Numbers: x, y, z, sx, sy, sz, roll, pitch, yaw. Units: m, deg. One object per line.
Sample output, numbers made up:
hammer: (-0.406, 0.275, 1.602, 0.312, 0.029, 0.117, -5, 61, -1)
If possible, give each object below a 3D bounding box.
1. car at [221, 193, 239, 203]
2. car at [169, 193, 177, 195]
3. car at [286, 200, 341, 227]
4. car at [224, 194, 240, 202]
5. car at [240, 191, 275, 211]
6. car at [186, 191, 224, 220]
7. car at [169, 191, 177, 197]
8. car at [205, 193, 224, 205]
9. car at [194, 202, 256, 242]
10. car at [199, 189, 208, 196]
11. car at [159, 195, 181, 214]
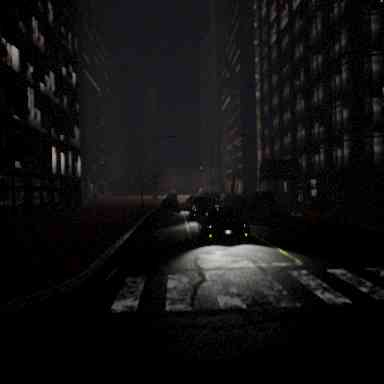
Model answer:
car: (5.470, 0.877, 48.290, 1.802, 1.307, 4.206, -1, 1, -3)
car: (-2.323, 1.188, 36.559, 2.008, 1.369, 4.403, -1, 1, -3)
car: (6.896, 1.162, 19.454, 1.752, 1.417, 4.829, -1, 1, -3)
car: (5.757, 0.907, 42.656, 1.887, 1.381, 4.507, -1, 1, -3)
car: (6.324, 0.811, 31.386, 2.192, 1.841, 5.009, -1, 1, -3)
car: (0.855, 1.066, 24.790, 2.097, 1.767, 4.553, -1, 1, -3)
car: (-4.899, 0.465, 87.275, 1.967, 1.590, 4.097, -1, 1, -3)
car: (3.009, 0.938, 45.516, 2.033, 1.411, 5.357, -1, 1, -3)
car: (1.344, 1.389, 15.242, 1.994, 1.385, 4.181, -1, 1, -3)
car: (3.178, 0.062, 93.357, 2.192, 1.841, 5.009, -1, 1, -3)
car: (-2.036, 1.270, 30.925, 1.947, 1.339, 4.313, -1, 1, -3)
